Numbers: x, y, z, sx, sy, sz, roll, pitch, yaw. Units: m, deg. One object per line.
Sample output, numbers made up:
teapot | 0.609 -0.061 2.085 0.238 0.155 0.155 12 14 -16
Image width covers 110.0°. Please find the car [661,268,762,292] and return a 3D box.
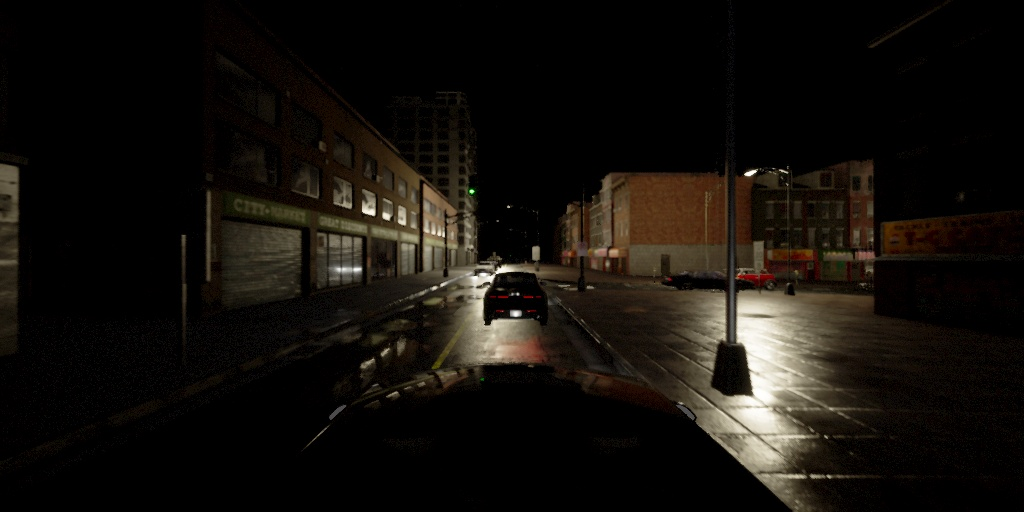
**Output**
car | 12.612 1.602 23.289 5.357 1.411 2.033 1 0 6

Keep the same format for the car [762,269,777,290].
car | 16.370 1.584 25.650 4.097 1.591 1.967 0 0 0

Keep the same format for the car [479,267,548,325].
car | 0.105 1.259 11.808 1.837 1.490 4.892 0 0 0

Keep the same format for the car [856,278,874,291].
car | 27.262 1.930 25.628 4.403 1.370 2.007 0 0 0

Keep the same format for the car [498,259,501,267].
car | -2.824 1.366 47.448 1.895 1.301 4.718 0 0 0

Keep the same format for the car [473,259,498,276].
car | -2.838 1.290 37.630 1.812 1.442 4.674 0 0 1

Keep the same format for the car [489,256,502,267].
car | -2.781 0.983 57.999 2.150 2.045 5.566 0 0 0
